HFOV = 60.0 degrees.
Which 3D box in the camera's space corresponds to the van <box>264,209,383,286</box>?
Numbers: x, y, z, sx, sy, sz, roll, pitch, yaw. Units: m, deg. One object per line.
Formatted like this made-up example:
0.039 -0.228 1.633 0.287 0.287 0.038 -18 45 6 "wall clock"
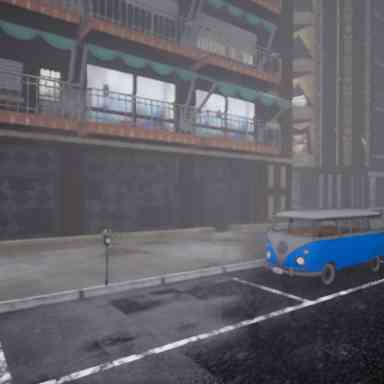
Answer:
3.791 1.387 9.254 3.998 1.788 1.690 0 0 -35 "van"
